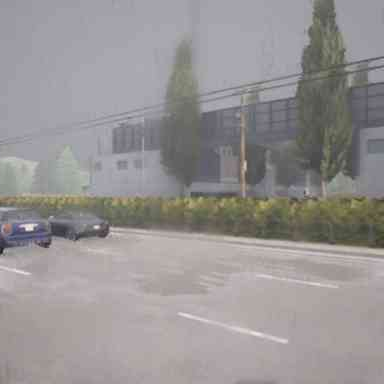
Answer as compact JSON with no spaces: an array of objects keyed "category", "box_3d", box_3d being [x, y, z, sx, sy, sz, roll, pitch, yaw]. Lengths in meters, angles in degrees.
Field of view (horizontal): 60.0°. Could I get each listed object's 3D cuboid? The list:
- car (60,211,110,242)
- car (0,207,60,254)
[{"category":"car","box_3d":[-6.134,1.641,16.937,4.181,1.385,1.994,0,0,36]},{"category":"car","box_3d":[-7.895,1.426,13.891,4.553,1.767,2.097,0,0,36]}]
